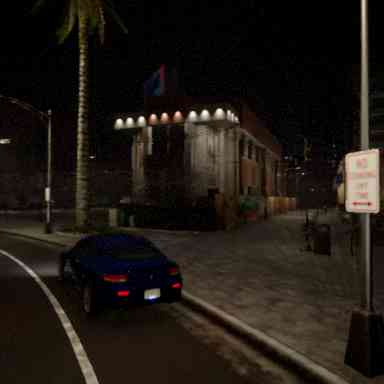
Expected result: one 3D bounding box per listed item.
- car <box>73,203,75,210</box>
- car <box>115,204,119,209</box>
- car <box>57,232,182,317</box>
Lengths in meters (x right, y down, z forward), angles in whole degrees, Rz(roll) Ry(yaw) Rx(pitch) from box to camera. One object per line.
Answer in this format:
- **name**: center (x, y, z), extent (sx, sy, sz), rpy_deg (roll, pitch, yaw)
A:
- **car**: center (-23.337, 2.808, 63.605), extent (4.718, 1.301, 1.895), rpy_deg (0, -1, 22)
- **car**: center (-10.245, 2.456, 50.955), extent (4.674, 1.452, 2.002), rpy_deg (0, -1, 22)
- **car**: center (-1.910, 1.689, 7.915), extent (1.812, 1.442, 4.674), rpy_deg (1, -1, -31)
